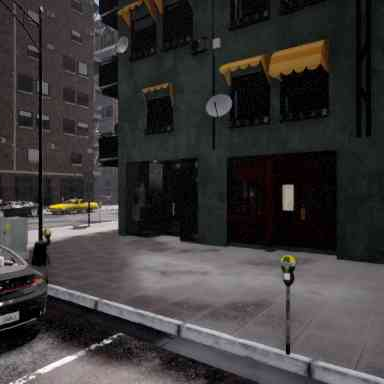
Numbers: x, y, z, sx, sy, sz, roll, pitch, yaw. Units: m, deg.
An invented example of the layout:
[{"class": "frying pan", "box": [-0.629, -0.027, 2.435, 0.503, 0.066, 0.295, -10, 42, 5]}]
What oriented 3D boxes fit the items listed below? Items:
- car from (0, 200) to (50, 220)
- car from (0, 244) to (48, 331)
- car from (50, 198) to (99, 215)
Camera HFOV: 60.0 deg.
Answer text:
[{"class": "car", "box": [-13.928, 1.350, 25.982, 2.008, 1.369, 4.403, 1, 1, 35]}, {"class": "car", "box": [-4.355, 1.551, 5.976, 4.403, 1.369, 2.008, 0, 0, 35]}, {"class": "car", "box": [-10.840, 1.250, 30.408, 1.752, 1.417, 4.829, 1, 1, 35]}]
